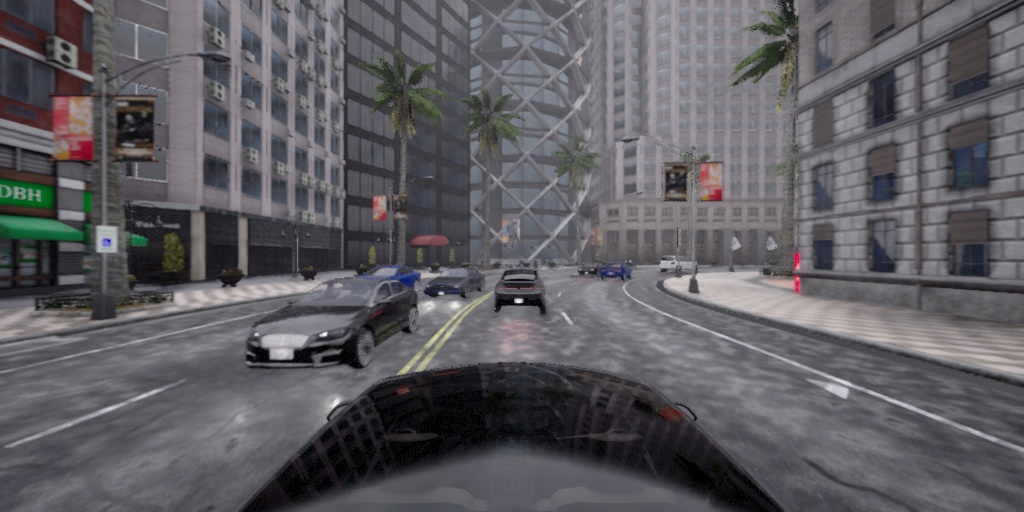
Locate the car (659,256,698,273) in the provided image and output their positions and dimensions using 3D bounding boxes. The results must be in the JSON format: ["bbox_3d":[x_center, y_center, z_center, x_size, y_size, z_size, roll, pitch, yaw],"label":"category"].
[{"bbox_3d":[19.864,0.973,42.728,5.566,2.045,2.150,0,0,-34],"label":"car"}]

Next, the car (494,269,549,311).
[{"bbox_3d":[0.410,1.254,14.421,1.837,1.490,4.892,0,0,4],"label":"car"}]

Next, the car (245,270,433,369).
[{"bbox_3d":[-3.483,1.241,7.943,2.128,1.511,4.902,0,0,1],"label":"car"}]

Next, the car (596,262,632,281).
[{"bbox_3d":[9.016,1.227,30.768,1.882,1.535,5.008,0,0,28],"label":"car"}]

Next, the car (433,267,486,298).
[{"bbox_3d":[-2.741,1.295,18.746,2.033,1.411,5.357,0,0,10],"label":"car"}]

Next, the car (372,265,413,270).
[{"bbox_3d":[-6.381,1.225,18.570,1.882,1.535,5.008,0,0,8],"label":"car"}]

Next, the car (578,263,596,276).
[{"bbox_3d":[8.444,1.349,36.459,1.895,1.301,4.718,0,0,34],"label":"car"}]
